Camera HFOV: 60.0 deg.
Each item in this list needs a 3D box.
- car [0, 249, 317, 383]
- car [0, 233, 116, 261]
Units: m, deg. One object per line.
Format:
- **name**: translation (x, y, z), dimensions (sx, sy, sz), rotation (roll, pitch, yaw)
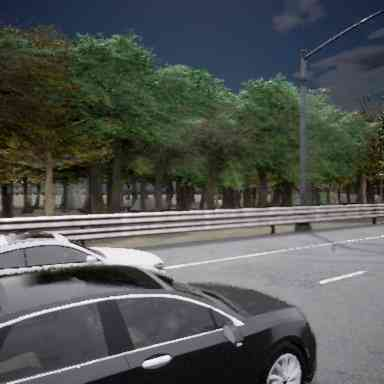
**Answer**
- **car**: translation (-0.803, 1.498, 3.202), dimensions (4.892, 1.490, 1.837), rotation (0, 0, -35)
- **car**: translation (-2.708, 1.497, 6.138), dimensions (4.674, 1.442, 1.812), rotation (0, 1, -35)
